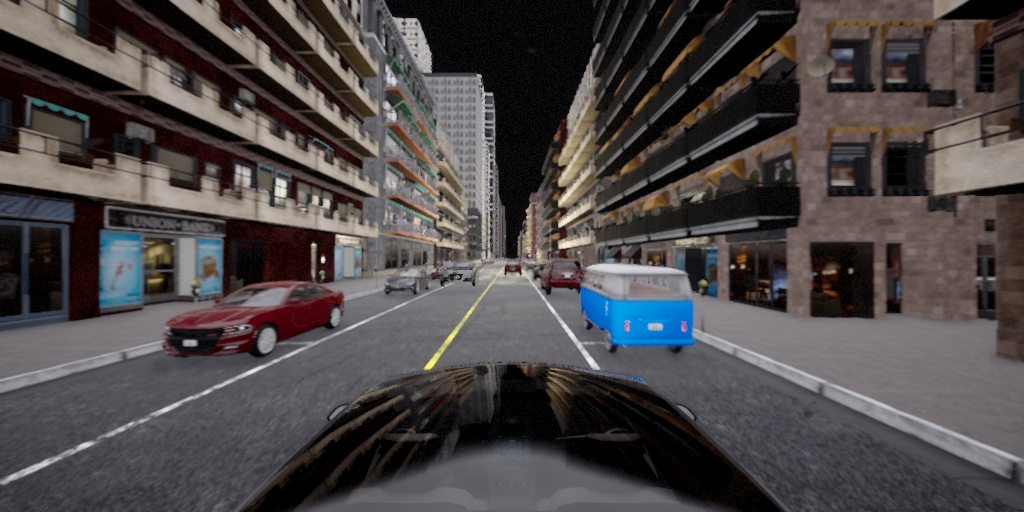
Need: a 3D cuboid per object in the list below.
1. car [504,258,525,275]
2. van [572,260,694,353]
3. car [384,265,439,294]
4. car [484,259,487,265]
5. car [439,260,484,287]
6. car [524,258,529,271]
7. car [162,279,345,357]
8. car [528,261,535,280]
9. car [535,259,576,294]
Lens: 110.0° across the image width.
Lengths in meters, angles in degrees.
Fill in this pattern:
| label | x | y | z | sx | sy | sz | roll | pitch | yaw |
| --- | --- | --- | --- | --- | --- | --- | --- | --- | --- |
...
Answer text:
| label | x | y | z | sx | sy | sz | roll | pitch | yaw |
| --- | --- | --- | --- | --- | --- | --- | --- | --- | --- |
| car | 0.108 | 1.248 | 39.681 | 1.882 | 1.535 | 5.008 | 0 | 0 | 0 |
| van | 2.691 | 1.094 | 8.585 | 1.690 | 1.789 | 3.998 | 0 | 0 | 0 |
| car | -5.687 | 1.309 | 19.949 | 2.007 | 1.370 | 4.403 | 0 | 0 | 0 |
| car | -5.679 | 1.338 | 59.726 | 2.007 | 1.370 | 4.403 | 0 | 0 | 0 |
| car | -2.996 | 0.966 | 21.171 | 1.994 | 1.385 | 4.181 | 0 | 0 | 0 |
| car | 2.700 | 1.328 | 48.361 | 2.007 | 1.370 | 4.403 | 0 | 0 | 0 |
| car | -5.689 | 1.298 | 8.584 | 1.888 | 1.381 | 4.507 | 0 | 0 | 0 |
| car | 2.696 | 1.330 | 31.314 | 1.948 | 1.339 | 4.313 | 0 | 0 | 0 |
| car | 2.693 | 1.073 | 19.949 | 2.192 | 1.841 | 5.009 | 0 | 0 | 0 |
